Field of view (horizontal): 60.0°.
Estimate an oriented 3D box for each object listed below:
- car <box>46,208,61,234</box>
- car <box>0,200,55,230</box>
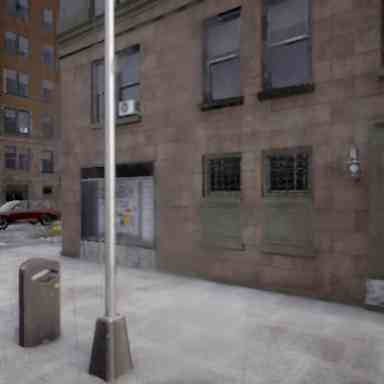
[{"bbox_3d":[-5.332,1.676,18.702,1.752,1.417,4.829,0,0,36],"label":"car"},{"bbox_3d":[-11.959,1.507,23.232,2.192,1.841,5.009,0,0,36],"label":"car"}]
